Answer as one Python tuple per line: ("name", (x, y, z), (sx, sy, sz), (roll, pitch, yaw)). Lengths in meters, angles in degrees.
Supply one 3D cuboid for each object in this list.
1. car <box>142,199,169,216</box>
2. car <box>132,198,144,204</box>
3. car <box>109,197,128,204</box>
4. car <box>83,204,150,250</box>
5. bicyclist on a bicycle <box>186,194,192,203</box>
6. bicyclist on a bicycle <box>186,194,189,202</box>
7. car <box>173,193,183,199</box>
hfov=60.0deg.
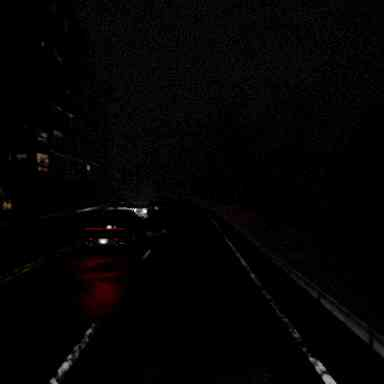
("car", (-3.264, 1.508, 32.448), (2.033, 1.411, 5.357), (0, 0, -1))
("car", (-7.068, 1.546, 45.635), (1.895, 1.301, 4.718), (0, 0, -2))
("car", (-10.379, 1.422, 47.177), (1.882, 1.535, 5.008), (0, 0, -2))
("car", (-3.139, 1.487, 14.191), (1.837, 1.490, 4.892), (0, 0, 0))
("bicyclist on a bicycle", (-0.431, 1.352, 63.025), (0.866, 1.612, 1.509), (0, -1, -3))
("bicyclist on a bicycle", (-1.007, 1.270, 71.658), (0.659, 1.776, 1.843), (0, 0, -4))
("car", (-3.432, 1.196, 89.532), (1.882, 1.535, 5.008), (0, 0, -6))
